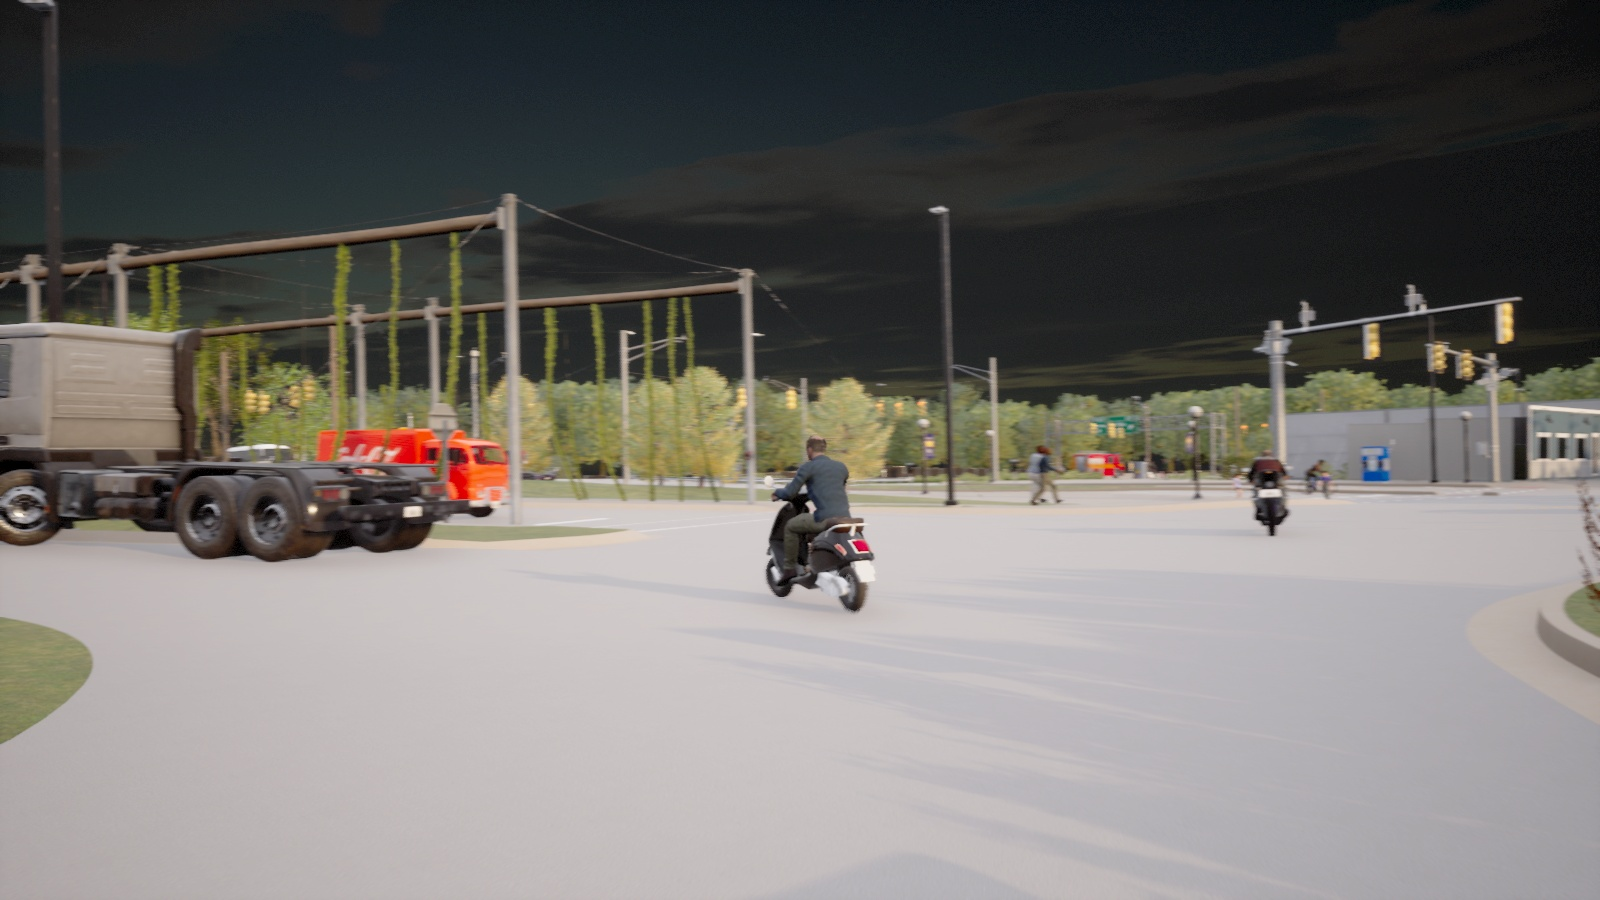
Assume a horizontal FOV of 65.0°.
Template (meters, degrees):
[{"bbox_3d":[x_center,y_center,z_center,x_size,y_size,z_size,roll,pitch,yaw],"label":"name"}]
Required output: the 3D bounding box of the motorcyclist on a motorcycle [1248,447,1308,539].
[{"bbox_3d":[8.527,0.742,22.483,0.866,1.530,2.191,-4,-1,19],"label":"motorcyclist on a motorcycle"}]

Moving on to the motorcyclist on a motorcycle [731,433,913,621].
[{"bbox_3d":[0.162,0.662,11.714,0.866,1.590,1.817,-1,0,-30],"label":"motorcyclist on a motorcycle"}]

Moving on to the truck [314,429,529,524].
[{"bbox_3d":[-10.489,0.703,34.837,5.204,2.467,2.627,0,0,22],"label":"truck"}]

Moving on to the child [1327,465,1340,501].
[{"bbox_3d":[19.094,1.183,44.938,0.270,1.263,0.437,-2,-1,42],"label":"child"}]

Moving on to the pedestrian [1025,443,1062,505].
[{"bbox_3d":[7.501,0.738,38.641,0.900,1.855,0.874,-2,-1,24],"label":"pedestrian"}]

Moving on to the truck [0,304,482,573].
[{"bbox_3d":[-8.997,-0.213,19.070,7.936,3.462,2.891,1,1,24],"label":"truck"}]

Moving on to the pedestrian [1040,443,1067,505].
[{"bbox_3d":[7.651,0.721,37.931,0.726,1.835,0.370,-2,-1,7],"label":"pedestrian"}]

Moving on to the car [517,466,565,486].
[{"bbox_3d":[-19.708,1.975,95.381,1.816,1.474,4.193,1,-2,-39],"label":"car"}]
